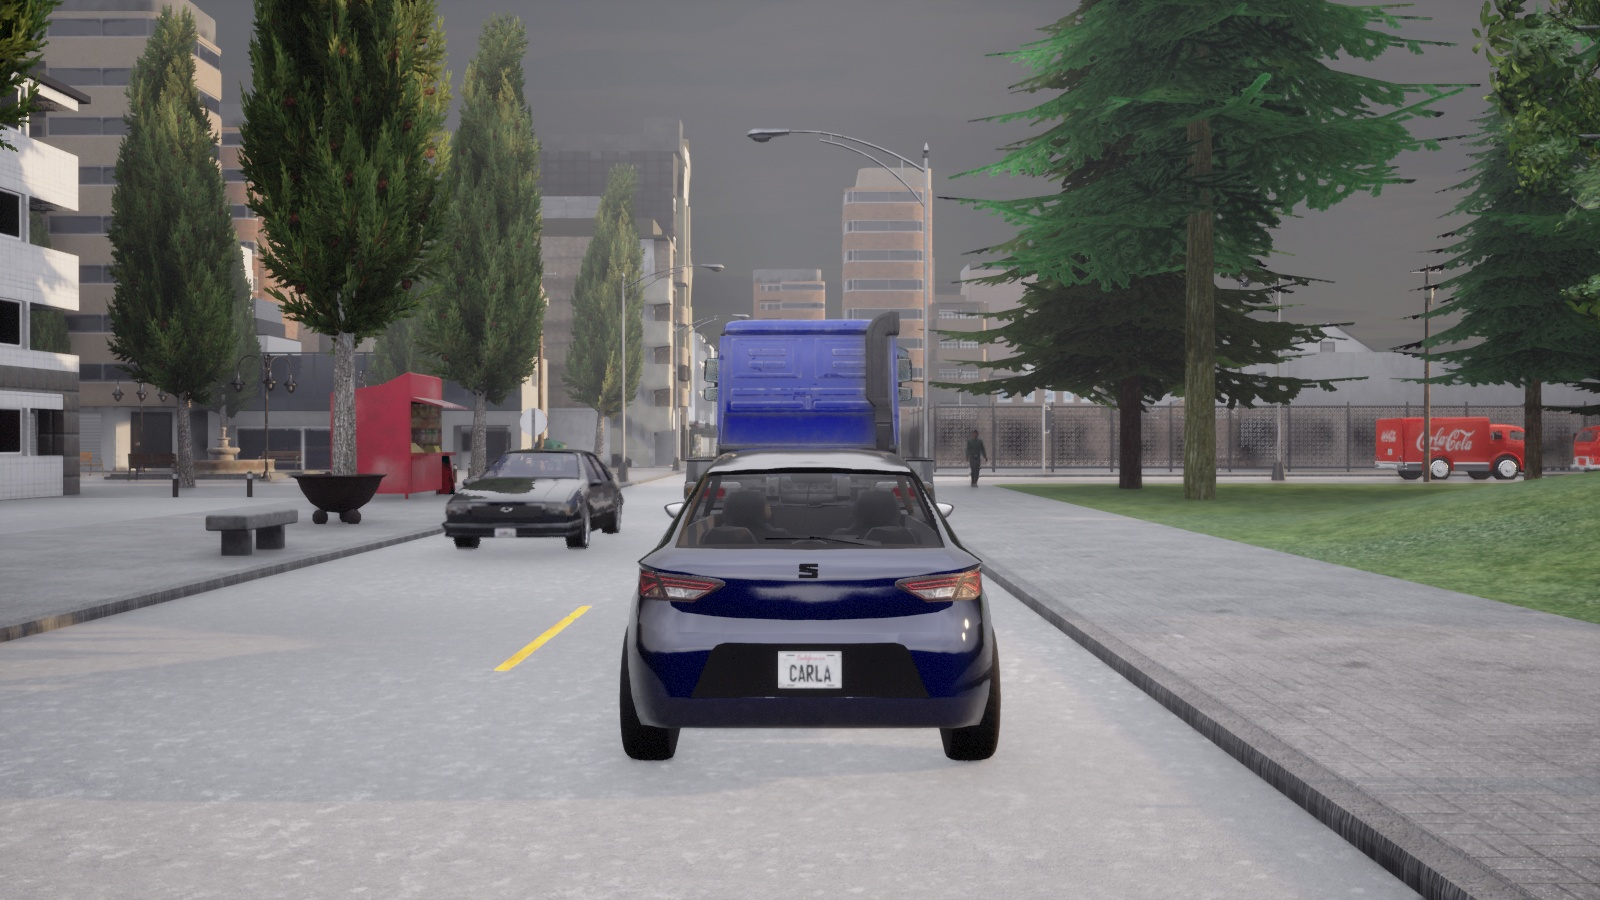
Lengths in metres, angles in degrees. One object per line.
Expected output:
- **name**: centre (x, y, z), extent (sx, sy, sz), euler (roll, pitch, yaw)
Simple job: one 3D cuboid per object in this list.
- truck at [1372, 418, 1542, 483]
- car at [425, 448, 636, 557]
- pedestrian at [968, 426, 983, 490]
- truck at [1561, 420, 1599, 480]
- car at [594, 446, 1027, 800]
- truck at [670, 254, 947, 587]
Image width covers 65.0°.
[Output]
- **truck**: centre (25.410, 0.005, 48.739), extent (5.204, 2.467, 2.627), euler (0, 0, 0)
- **car**: centre (-3.882, 0.682, 19.122), extent (2.033, 1.411, 5.357), euler (0, 0, 0)
- **pedestrian**: centre (5.440, 0.241, 38.941), extent (0.423, 1.949, 0.788), euler (0, 0, 4)
- **truck**: centre (35.329, -0.009, 52.692), extent (5.204, 2.467, 2.627), euler (0, 0, 0)
- **car**: centre (0.054, 0.719, 7.360), extent (1.816, 1.474, 4.193), euler (0, 0, 0)
- **truck**: centre (0.111, -0.332, 17.048), extent (2.891, 3.462, 7.936), euler (0, 0, 0)
